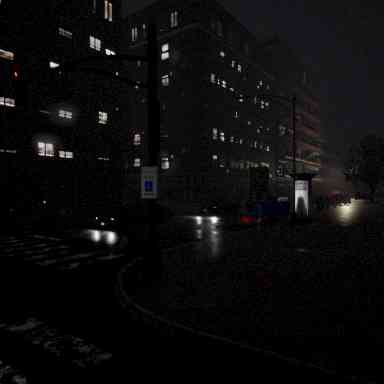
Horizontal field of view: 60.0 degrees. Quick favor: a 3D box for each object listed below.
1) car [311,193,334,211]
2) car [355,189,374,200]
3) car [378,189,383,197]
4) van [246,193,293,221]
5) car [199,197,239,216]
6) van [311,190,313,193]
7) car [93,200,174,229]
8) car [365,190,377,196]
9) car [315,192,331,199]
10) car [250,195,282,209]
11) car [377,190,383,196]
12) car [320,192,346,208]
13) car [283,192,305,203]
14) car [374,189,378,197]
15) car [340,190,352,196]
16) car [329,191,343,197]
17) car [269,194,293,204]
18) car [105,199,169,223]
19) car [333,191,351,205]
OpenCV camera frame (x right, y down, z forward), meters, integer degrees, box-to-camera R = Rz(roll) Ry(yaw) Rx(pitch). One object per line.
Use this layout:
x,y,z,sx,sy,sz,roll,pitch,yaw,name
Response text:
12.285,1.078,32.897,1.947,1.339,4.313,1,1,36,car
28.709,0.564,55.892,1.967,1.590,4.097,1,1,36,car
41.847,0.356,74.293,1.887,1.381,4.507,1,1,36,car
5.716,1.009,23.693,1.690,1.788,3.998,1,1,36,van
2.410,1.165,28.405,1.812,1.442,4.674,0,1,35,car
19.158,0.536,56.076,1.690,1.788,3.998,1,1,36,van
-3.343,1.323,20.351,2.033,1.411,5.357,0,1,36,car
44.237,0.216,82.070,1.994,1.385,4.181,0,1,36,car
25.720,0.621,65.270,1.802,1.307,4.206,1,1,36,car
8.210,1.066,36.525,1.994,1.385,4.181,0,1,35,car
45.132,0.315,78.893,1.802,1.307,4.206,1,1,36,car
15.569,0.979,37.496,1.887,1.381,4.507,1,1,36,car
15.777,0.801,51.346,1.752,1.417,4.829,1,1,36,car
31.993,0.590,60.494,1.887,1.381,4.507,1,1,36,car
38.845,0.278,83.648,2.008,1.369,4.403,1,1,36,car
32.282,0.428,74.458,1.887,1.381,4.507,1,1,36,car
12.595,0.933,46.891,1.802,1.307,4.206,1,1,36,car
-3.812,1.283,23.916,1.887,1.381,4.507,1,1,36,car
18.854,0.923,42.096,1.947,1.339,4.313,1,1,36,car
